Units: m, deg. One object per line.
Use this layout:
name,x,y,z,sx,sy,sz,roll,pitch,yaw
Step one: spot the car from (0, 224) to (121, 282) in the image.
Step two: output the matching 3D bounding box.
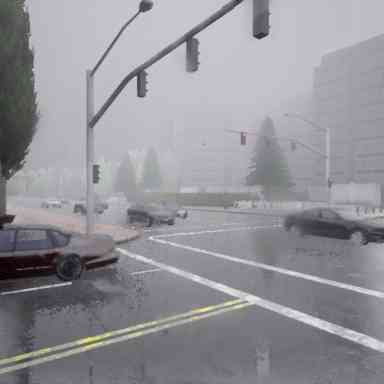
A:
car,-4.626,1.547,8.516,5.357,1.411,2.033,0,0,-25

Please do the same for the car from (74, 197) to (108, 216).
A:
car,-10.408,1.526,33.156,1.812,1.442,4.674,0,0,-36

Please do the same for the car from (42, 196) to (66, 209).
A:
car,-19.146,1.525,45.350,1.812,1.442,4.674,0,0,-35

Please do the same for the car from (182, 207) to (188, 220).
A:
car,-2.223,1.491,27.769,2.128,1.511,4.902,0,0,-36

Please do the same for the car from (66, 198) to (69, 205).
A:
car,-22.234,1.392,55.794,2.097,1.767,4.553,0,0,-36

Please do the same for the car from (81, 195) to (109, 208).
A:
car,-11.965,1.505,41.332,1.837,1.490,4.892,0,0,-36

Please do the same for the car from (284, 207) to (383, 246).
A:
car,6.667,1.477,15.560,1.882,1.535,5.008,0,0,-36

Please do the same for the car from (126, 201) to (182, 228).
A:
car,-2.909,1.505,22.597,1.837,1.490,4.892,0,0,-34

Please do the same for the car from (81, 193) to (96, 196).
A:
car,-20.389,1.221,65.395,2.150,2.045,5.566,0,0,-36
